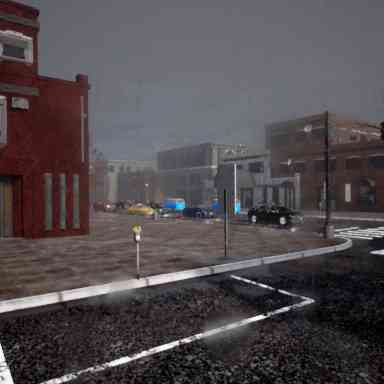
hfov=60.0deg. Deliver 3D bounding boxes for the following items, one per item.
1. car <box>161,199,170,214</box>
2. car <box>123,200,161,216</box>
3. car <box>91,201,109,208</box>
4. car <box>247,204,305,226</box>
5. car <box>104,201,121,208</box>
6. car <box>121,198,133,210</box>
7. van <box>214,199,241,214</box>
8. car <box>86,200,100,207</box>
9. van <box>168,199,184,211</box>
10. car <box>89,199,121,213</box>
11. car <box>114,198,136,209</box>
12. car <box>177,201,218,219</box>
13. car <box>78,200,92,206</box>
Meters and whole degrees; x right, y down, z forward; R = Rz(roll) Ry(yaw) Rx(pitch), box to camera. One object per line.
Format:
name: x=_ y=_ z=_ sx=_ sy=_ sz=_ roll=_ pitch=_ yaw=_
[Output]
car: x=-5.193 y=2.041 z=42.443 sx=1.837 sy=1.490 sz=4.892 roll=-1 pitch=0 yaw=-36
car: x=-6.005 y=2.054 z=39.183 sx=1.752 sy=1.417 sz=4.829 roll=-2 pitch=0 yaw=-36
car: x=-18.231 y=2.450 z=65.734 sx=1.994 sy=1.385 sz=4.181 roll=-1 pitch=0 yaw=-36
car: x=6.557 y=1.757 z=26.313 sx=1.837 sy=1.490 sz=4.892 roll=-1 pitch=0 yaw=-36
car: x=-16.010 y=2.442 z=67.066 sx=1.802 sy=1.307 sz=4.206 roll=-2 pitch=0 yaw=-36
car: x=-12.092 y=2.215 z=57.315 sx=1.882 sy=1.535 sz=5.008 roll=-1 pitch=0 yaw=-36
van: x=3.993 y=1.717 z=39.632 sx=1.690 sy=1.788 sz=3.998 roll=-2 pitch=0 yaw=-36
car: x=-22.681 y=2.604 z=76.211 sx=1.802 sy=1.307 sz=4.206 roll=-2 pitch=0 yaw=-36
van: x=-2.677 y=1.878 z=48.776 sx=1.690 sy=1.788 sz=3.998 roll=-2 pitch=0 yaw=-36
car: x=-12.781 y=2.007 z=48.465 sx=2.192 sy=1.841 sz=5.009 roll=-2 pitch=0 yaw=-36
car: x=-12.683 y=2.094 z=62.494 sx=2.192 sy=1.841 sz=5.009 roll=-2 pitch=0 yaw=-36
car: x=0.736 y=1.957 z=34.314 sx=1.994 sy=1.385 sz=4.181 roll=-1 pitch=0 yaw=-35
car: x=-26.118 y=2.631 z=80.921 sx=1.752 sy=1.417 sz=4.829 roll=-2 pitch=0 yaw=-36
